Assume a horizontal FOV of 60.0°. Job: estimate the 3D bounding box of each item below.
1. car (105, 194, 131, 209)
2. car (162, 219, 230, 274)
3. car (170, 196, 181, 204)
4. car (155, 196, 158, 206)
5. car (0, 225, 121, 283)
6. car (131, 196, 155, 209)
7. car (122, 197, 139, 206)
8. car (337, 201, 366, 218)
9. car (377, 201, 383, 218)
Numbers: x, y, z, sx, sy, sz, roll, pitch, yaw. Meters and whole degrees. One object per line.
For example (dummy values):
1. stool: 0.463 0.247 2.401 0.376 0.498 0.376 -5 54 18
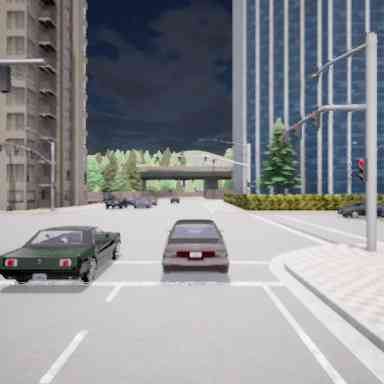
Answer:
1. car: -10.580 1.320 47.066 2.150 2.045 5.566 0 0 0
2. car: 0.094 1.570 10.598 2.033 1.411 5.357 0 0 0
3. car: -3.475 1.646 68.794 1.837 1.490 4.892 0 0 0
4. car: -7.033 1.471 56.928 2.097 1.767 4.553 0 0 0
5. car: -3.404 1.621 9.690 1.895 1.301 4.718 0 0 0
6. car: -7.075 1.453 48.038 2.097 1.767 4.553 0 0 0
7. car: -10.529 1.668 57.305 2.033 1.411 5.357 0 0 1
8. car: 15.600 1.567 29.758 4.892 1.490 1.837 0 0 -1
9. car: 17.557 1.533 26.277 5.008 1.535 1.882 0 0 -1
